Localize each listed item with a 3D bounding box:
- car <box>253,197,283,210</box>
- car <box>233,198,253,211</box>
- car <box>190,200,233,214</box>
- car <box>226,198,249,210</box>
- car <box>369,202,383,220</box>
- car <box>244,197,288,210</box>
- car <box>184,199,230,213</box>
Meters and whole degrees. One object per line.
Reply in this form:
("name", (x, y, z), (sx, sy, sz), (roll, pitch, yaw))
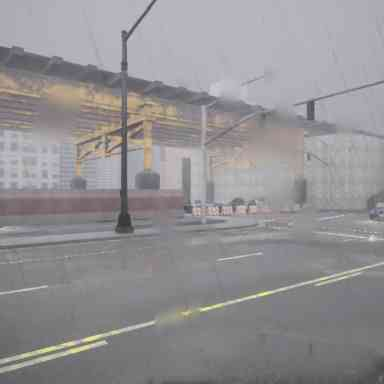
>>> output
("car", (9.131, 1.295, 41.670), (4.536, 1.218, 1.853), (0, 0, -7))
("car", (5.269, 1.453, 37.920), (2.038, 1.542, 4.974), (0, 0, 18))
("car", (1.522, 1.453, 35.238), (4.974, 1.542, 2.038), (0, 0, 8))
("car", (5.285, 1.295, 37.970), (1.853, 1.218, 4.536), (0, 0, 18))
("car", (15.724, 1.526, 26.941), (1.812, 1.442, 4.674), (0, 0, 38))
("car", (9.183, 1.453, 41.677), (4.974, 1.542, 2.038), (0, 0, -7))
("car", (1.471, 1.295, 35.245), (4.536, 1.218, 1.853), (0, 0, 8))
